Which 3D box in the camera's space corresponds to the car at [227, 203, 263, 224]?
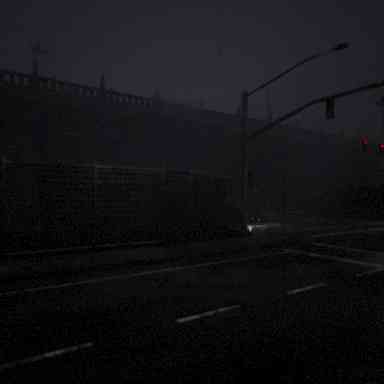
[{"bbox_3d":[3.665,1.754,27.169,1.837,1.490,4.892,1,3,-36],"label":"car"}]
